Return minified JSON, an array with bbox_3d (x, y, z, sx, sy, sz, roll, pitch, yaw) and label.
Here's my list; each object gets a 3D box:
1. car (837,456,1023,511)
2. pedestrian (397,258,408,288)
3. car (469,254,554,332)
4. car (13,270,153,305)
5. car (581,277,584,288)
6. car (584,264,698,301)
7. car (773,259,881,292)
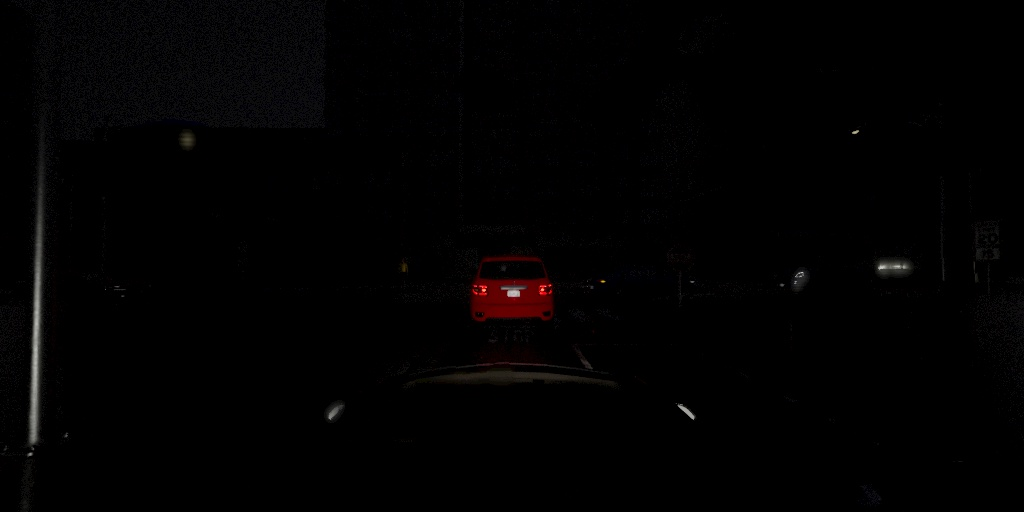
[{"bbox_3d":[2.637,1.332,0.234,1.802,1.307,4.207,0,0,0],"label":"car"},{"bbox_3d":[-6.812,1.036,22.322,0.375,1.860,0.375,0,0,0],"label":"pedestrian"},{"bbox_3d":[-0.141,0.967,11.069,2.150,2.045,5.566,0,0,-4],"label":"car"},{"bbox_3d":[-19.582,1.415,16.514,5.008,1.535,1.882,-1,-1,0],"label":"car"},{"bbox_3d":[6.217,1.205,19.345,4.902,1.511,2.128,-1,-1,0],"label":"car"},{"bbox_3d":[5.945,1.200,16.378,4.674,1.442,1.812,-1,0,0],"label":"car"},{"bbox_3d":[16.790,0.972,19.298,4.553,1.767,2.097,0,-1,0],"label":"car"}]
